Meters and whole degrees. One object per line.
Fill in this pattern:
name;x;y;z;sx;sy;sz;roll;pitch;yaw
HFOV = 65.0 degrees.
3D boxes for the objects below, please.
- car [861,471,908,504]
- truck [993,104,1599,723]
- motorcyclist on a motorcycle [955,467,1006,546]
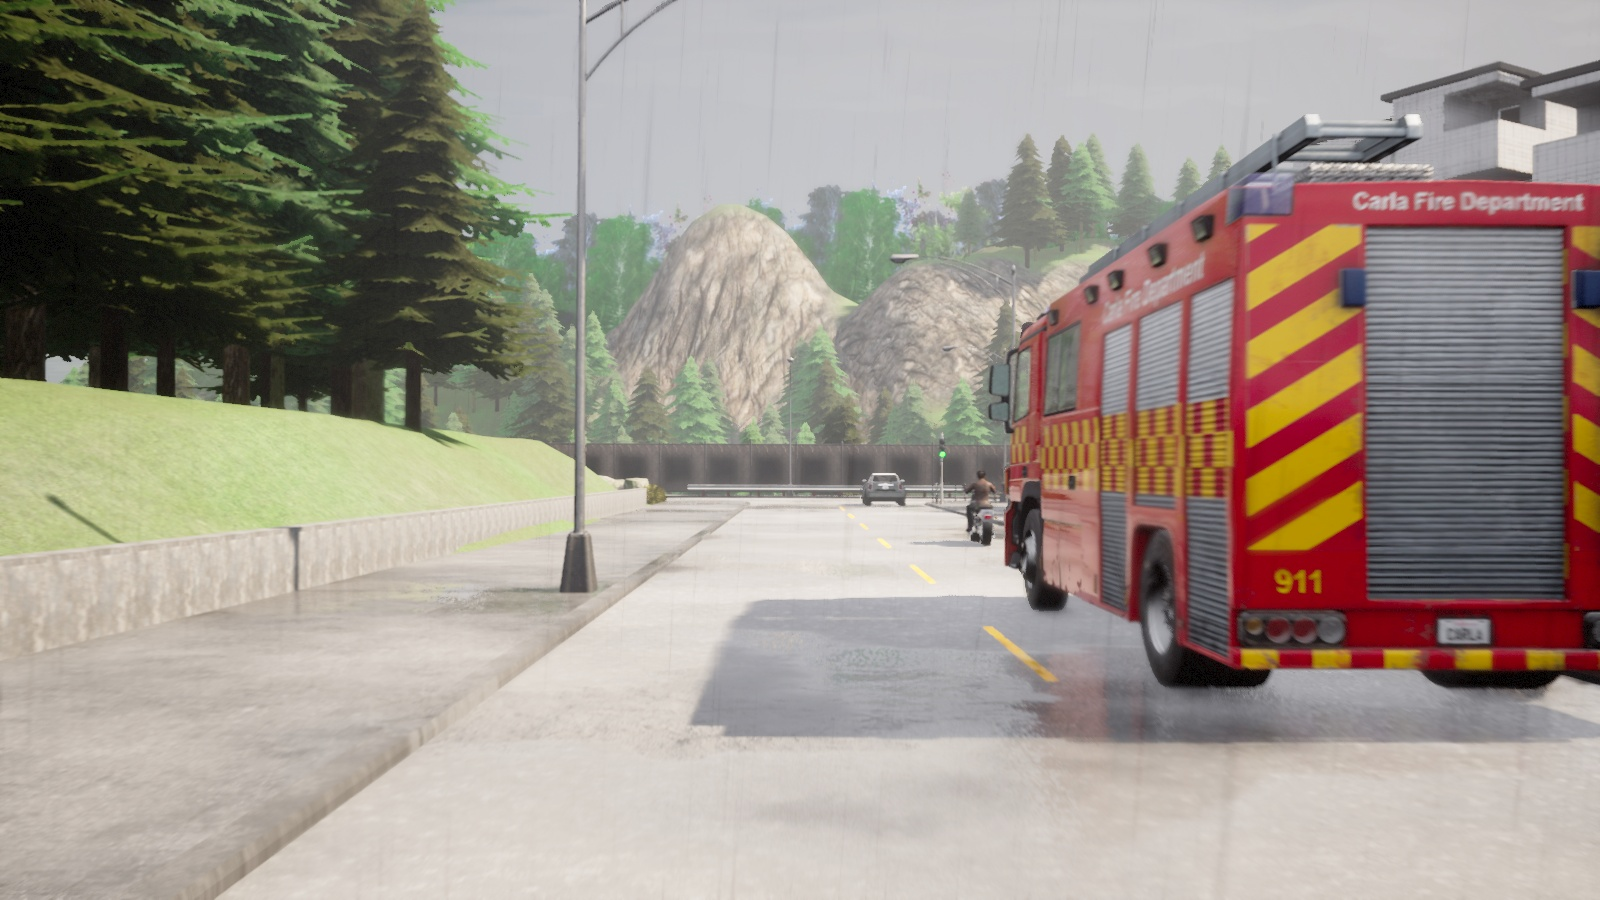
car;3.905;1.746;58.624;1.970;1.475;3.806;0;-1;1
truck;3.968;-0.165;12.005;2.891;3.827;8.468;0;-1;0
motorcyclist on a motorcycle;3.937;1.211;27.555;0.766;1.649;2.350;0;-1;0
